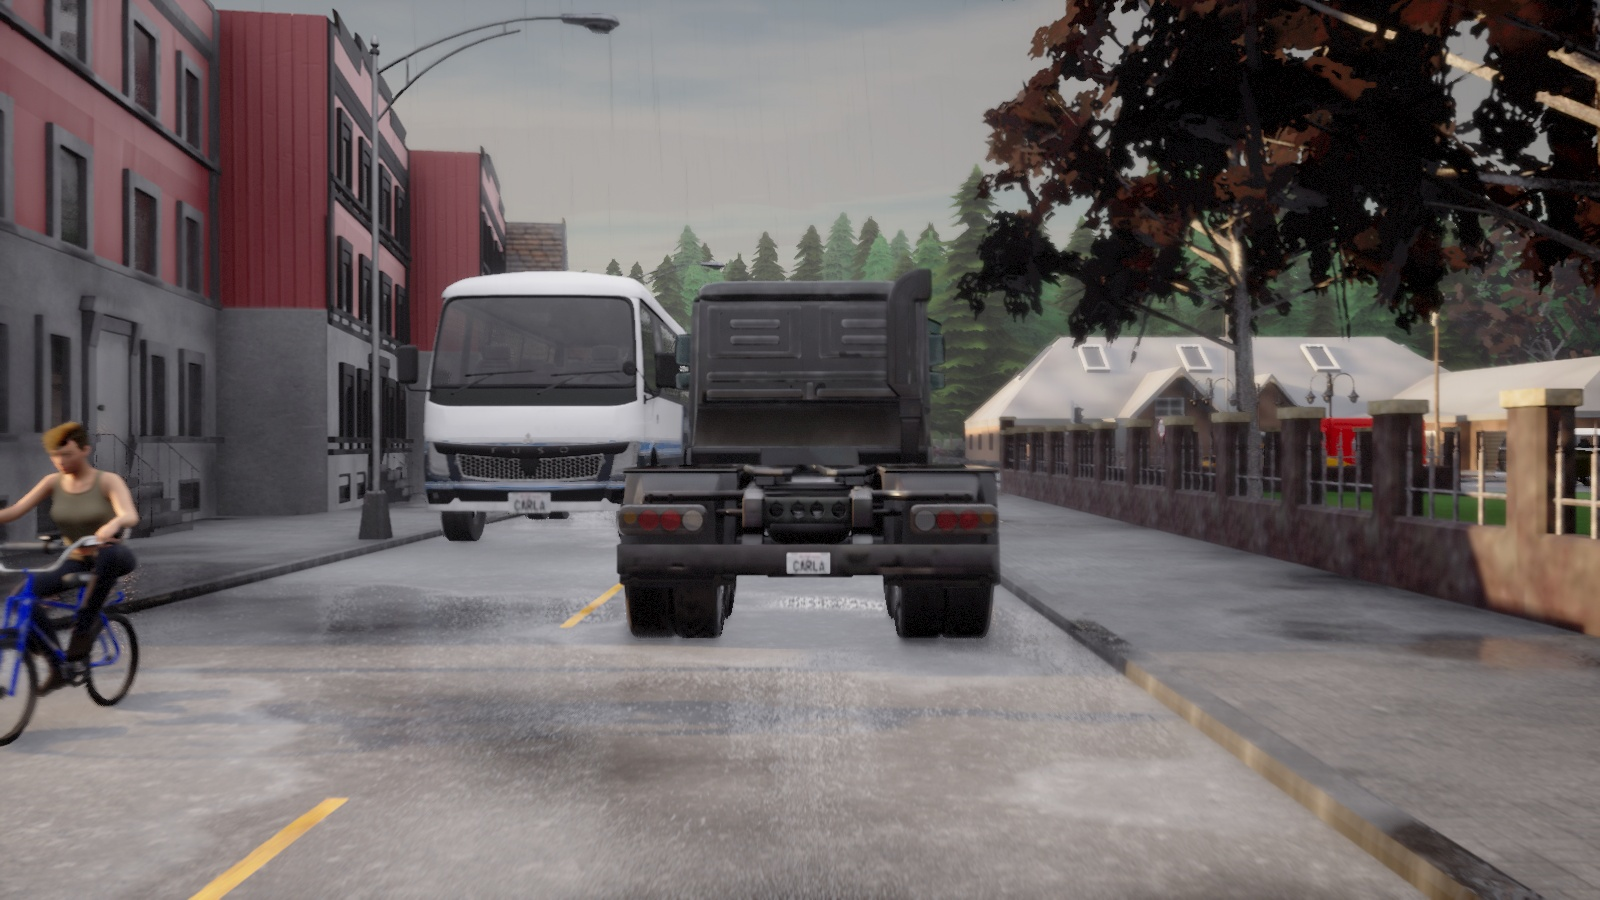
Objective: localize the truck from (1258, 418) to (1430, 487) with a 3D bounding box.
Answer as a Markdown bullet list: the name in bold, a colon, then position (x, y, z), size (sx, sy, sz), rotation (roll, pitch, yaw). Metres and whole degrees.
- **truck**: position (19.980, 0.081, 46.321), size (5.204, 2.467, 2.627), rotation (0, 0, 0)

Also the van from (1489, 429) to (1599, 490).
- **van**: position (26.172, 0.312, 42.579), size (4.480, 2.038, 2.069), rotation (0, 0, -1)

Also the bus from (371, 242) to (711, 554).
- **bus**: position (-3.888, -0.726, 22.258), size (3.944, 4.253, 10.273), rotation (0, 0, 0)

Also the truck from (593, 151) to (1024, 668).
- **truck**: position (0.094, -0.287, 12.397), size (2.891, 3.462, 7.936), rotation (0, 0, 1)

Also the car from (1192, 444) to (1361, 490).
- **car**: position (16.107, 0.558, 42.616), size (5.008, 1.535, 1.882), rotation (0, 0, -1)

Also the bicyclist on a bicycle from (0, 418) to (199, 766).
- **bicyclist on a bicycle**: position (-3.945, 0.652, 6.568), size (0.866, 1.612, 1.509), rotation (0, 0, 1)
